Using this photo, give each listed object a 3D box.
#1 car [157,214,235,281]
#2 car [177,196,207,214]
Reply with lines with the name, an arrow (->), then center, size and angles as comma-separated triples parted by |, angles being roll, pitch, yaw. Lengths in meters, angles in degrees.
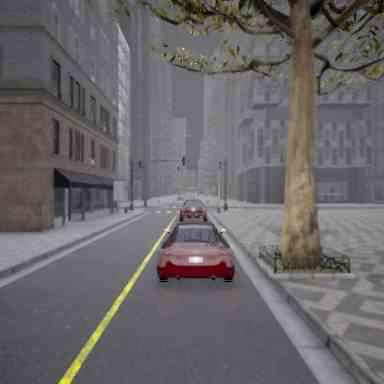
car -> 0.097, 1.567, 9.857 | 1.994, 1.385, 4.181 | 0, 0, 0
car -> 0.097, 1.365, 26.944 | 2.097, 1.767, 4.553 | 0, 0, 0
